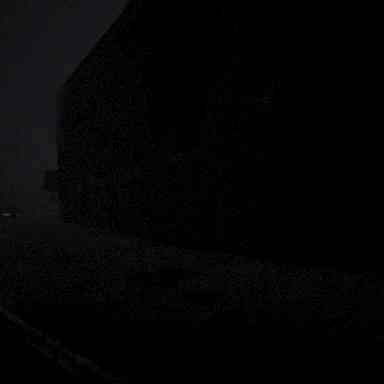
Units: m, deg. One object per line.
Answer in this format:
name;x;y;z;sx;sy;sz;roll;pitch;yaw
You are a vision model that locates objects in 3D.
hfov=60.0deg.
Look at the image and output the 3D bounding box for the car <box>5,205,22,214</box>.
car;-32.598;3.182;60.839;1.882;1.535;5.008;-2;-1;-14
